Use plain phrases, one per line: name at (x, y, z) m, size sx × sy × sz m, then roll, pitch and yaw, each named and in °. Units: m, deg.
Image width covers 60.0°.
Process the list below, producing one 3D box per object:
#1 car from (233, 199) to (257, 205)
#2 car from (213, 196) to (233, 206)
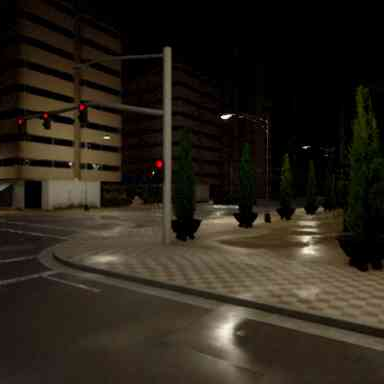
car at (8.725, 1.536, 52.800) m, size 1.994 × 1.385 × 4.181 m, roll 0°, pitch 0°, yaw 36°
car at (5.292, 1.436, 54.013) m, size 1.882 × 1.535 × 5.008 m, roll 0°, pitch 0°, yaw 36°
